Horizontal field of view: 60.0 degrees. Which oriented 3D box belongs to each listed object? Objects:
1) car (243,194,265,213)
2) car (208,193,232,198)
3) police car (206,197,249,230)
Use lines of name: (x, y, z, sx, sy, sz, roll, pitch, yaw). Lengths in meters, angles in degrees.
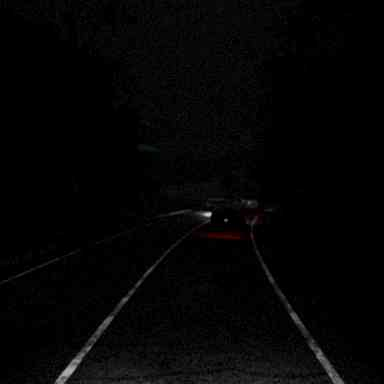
car: (7.009, 1.223, 38.271, 2.150, 2.045, 5.566, 2, 0, 19)
car: (3.243, 1.110, 37.937, 2.150, 2.045, 5.566, 2, 0, 19)
police car: (2.384, 1.367, 21.050, 1.930, 1.638, 5.238, 1, 0, 11)
